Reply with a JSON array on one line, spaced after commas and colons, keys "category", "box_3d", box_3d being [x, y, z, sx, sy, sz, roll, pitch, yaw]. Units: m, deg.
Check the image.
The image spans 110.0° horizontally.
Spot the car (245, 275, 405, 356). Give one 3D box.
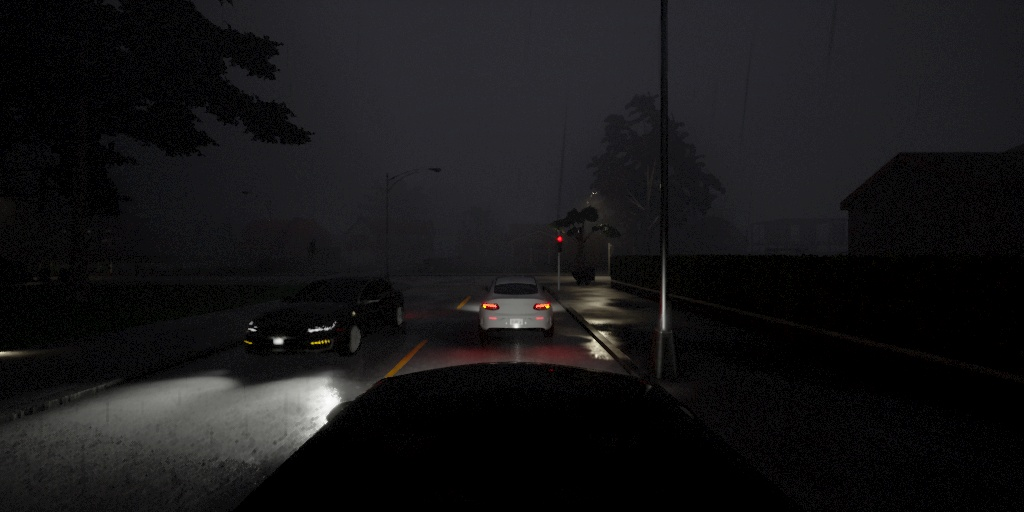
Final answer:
[{"category": "car", "box_3d": [-4.048, 1.256, 8.671, 1.837, 1.490, 4.892, 0, -1, 0]}]

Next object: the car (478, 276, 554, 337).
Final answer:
[{"category": "car", "box_3d": [0.099, 1.275, 10.156, 1.812, 1.442, 4.674, 0, 0, 0]}]
